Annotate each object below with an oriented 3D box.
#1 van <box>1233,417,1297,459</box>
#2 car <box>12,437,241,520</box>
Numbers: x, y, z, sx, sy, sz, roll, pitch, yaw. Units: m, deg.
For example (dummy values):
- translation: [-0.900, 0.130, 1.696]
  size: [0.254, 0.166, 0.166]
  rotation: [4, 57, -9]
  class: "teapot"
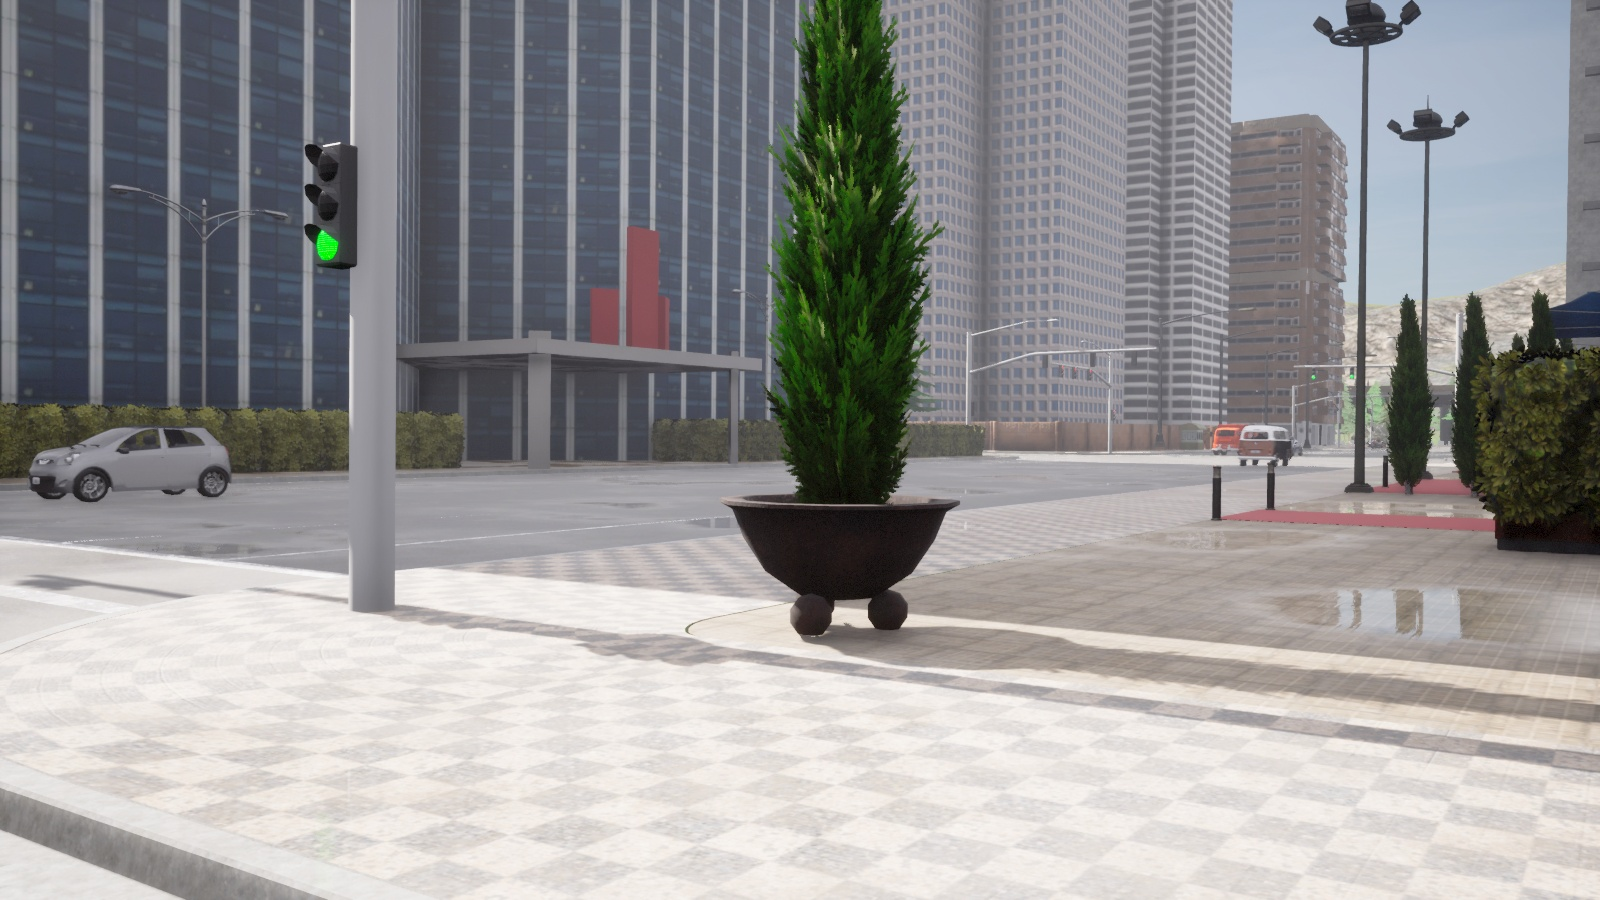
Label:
- translation: [23.473, -0.621, 63.265]
  size: [2.069, 2.038, 4.480]
  rotation: [0, 1, 33]
  class: "van"
- translation: [-13.584, 0.518, 25.497]
  size: [1.845, 1.501, 3.633]
  rotation: [0, 1, 33]
  class: "car"
